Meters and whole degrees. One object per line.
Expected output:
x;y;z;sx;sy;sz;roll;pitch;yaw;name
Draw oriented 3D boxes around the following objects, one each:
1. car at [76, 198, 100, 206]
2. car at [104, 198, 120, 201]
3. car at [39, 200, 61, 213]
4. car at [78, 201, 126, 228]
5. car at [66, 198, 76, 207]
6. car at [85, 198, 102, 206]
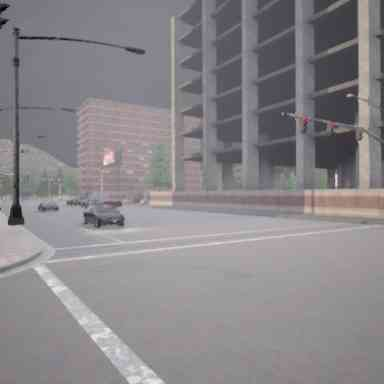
-15.645;1.732;51.046;2.128;1.511;4.902;0;0;-32;car
-12.720;1.709;52.873;1.882;1.535;5.008;0;0;-33;car
-17.737;1.747;41.103;1.812;1.442;4.674;0;0;-33;car
-6.187;1.610;23.089;1.837;1.490;4.892;0;0;-33;car
-21.138;1.800;59.497;1.837;1.490;4.892;0;0;-33;car
-18.193;1.811;61.389;1.812;1.442;4.674;0;0;-33;car
